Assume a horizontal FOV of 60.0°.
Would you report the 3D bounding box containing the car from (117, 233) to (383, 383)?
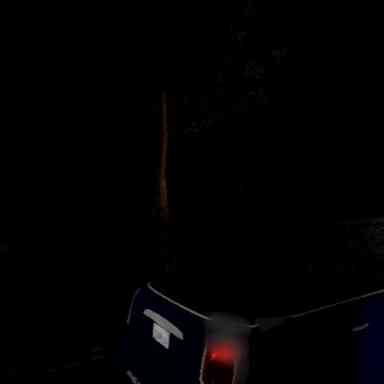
[{"bbox_3d":[1.476,1.330,4.250,4.553,1.767,2.097,0,0,-34],"label":"car"}]
